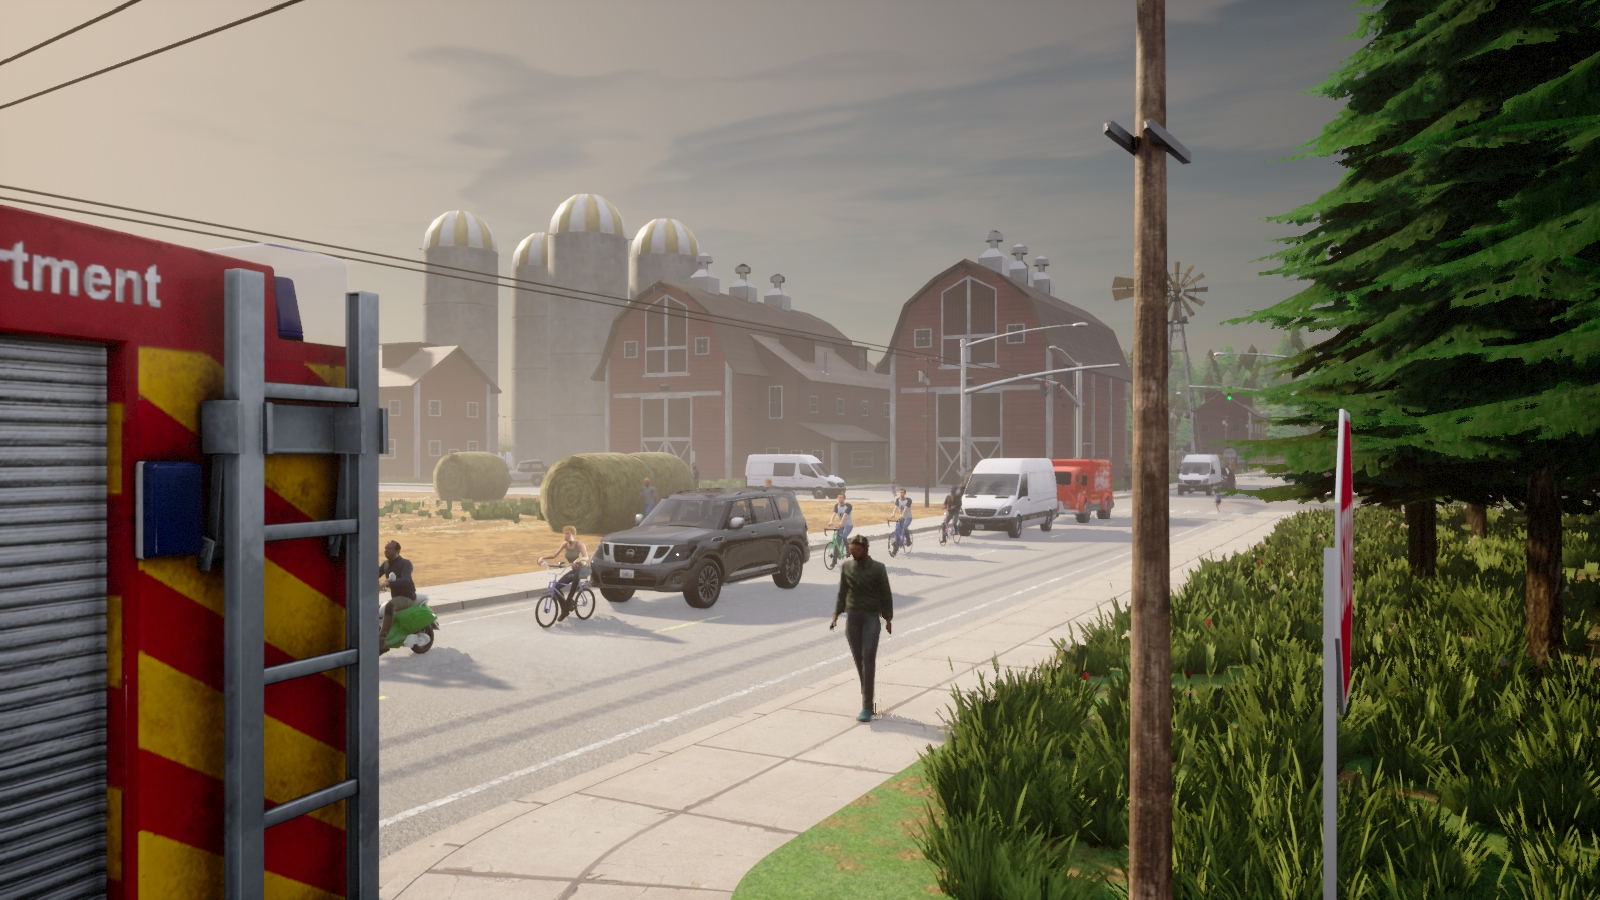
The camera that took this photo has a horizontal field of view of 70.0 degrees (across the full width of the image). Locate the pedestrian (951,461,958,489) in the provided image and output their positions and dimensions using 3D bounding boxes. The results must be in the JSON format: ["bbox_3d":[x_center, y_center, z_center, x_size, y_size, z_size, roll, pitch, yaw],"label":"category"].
[{"bbox_3d":[10.465,1.703,77.407,0.375,1.860,0.375,0,0,28],"label":"pedestrian"}]

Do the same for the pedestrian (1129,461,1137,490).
[{"bbox_3d":[22.178,1.695,76.009,0.375,1.860,0.375,0,0,-19],"label":"pedestrian"}]

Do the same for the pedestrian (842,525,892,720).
[{"bbox_3d":[0.671,1.696,11.374,0.375,1.860,0.375,0,0,28],"label":"pedestrian"}]

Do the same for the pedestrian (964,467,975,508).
[{"bbox_3d":[7.665,1.681,51.633,0.375,1.860,0.375,0,0,33],"label":"pedestrian"}]

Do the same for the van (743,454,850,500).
[{"bbox_3d":[-0.223,1.504,65.692,5.915,2.561,1.988,0,0,27],"label":"van"}]

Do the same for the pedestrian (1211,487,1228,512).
[{"bbox_3d":[18.864,2.222,51.390,0.500,1.100,0.500,0,0,-23],"label":"pedestrian"}]

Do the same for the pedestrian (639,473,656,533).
[{"bbox_3d":[-4.838,1.677,36.267,0.375,1.860,0.375,0,0,27],"label":"pedestrian"}]

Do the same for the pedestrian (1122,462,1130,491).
[{"bbox_3d":[20.839,1.694,72.945,0.375,1.860,0.375,0,0,39],"label":"pedestrian"}]

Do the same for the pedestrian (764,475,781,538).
[{"bbox_3d":[-0.822,1.695,34.230,0.375,1.860,0.375,0,0,38],"label":"pedestrian"}]

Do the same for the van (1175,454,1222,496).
[{"bbox_3d":[25.711,1.534,73.539,1.988,2.561,5.915,0,0,28],"label":"van"}]

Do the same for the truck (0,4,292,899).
[{"bbox_3d":[-6.045,0.867,3.697,8.468,3.827,2.891,0,0,21],"label":"truck"}]

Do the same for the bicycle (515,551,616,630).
[{"bbox_3d":[-3.806,2.256,18.624,0.859,1.080,1.487,0,0,28],"label":"bicycle"}]

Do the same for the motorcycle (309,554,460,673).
[{"bbox_3d":[-5.546,2.142,15.355,0.856,1.316,1.805,0,0,28],"label":"motorcycle"}]

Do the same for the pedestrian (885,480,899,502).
[{"bbox_3d":[4.633,2.049,57.513,0.500,1.100,0.500,0,0,30],"label":"pedestrian"}]

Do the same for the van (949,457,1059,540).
[{"bbox_3d":[7.076,1.534,38.974,1.988,2.561,5.915,0,0,28],"label":"van"}]

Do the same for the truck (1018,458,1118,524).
[{"bbox_3d":[10.827,1.569,45.854,2.627,2.467,5.204,0,0,28],"label":"truck"}]

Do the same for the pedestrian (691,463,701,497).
[{"bbox_3d":[-5.735,1.670,63.020,0.375,1.860,0.375,0,0,20],"label":"pedestrian"}]

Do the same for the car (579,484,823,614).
[{"bbox_3d":[-1.731,1.779,22.468,2.150,2.045,5.566,0,0,27],"label":"car"}]
